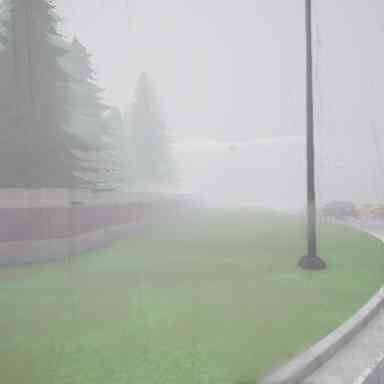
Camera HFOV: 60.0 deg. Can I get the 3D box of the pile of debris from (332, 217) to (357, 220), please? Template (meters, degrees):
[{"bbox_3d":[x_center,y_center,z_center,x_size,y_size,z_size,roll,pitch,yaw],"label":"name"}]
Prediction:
[{"bbox_3d":[13.981,2.425,30.517,1.500,0.140,1.860,-1,-1,4],"label":"pile of debris"}]

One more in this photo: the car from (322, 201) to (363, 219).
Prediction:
[{"bbox_3d":[14.126,1.620,32.031,2.097,1.767,4.553,-1,-1,4],"label":"car"}]

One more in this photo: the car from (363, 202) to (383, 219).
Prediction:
[{"bbox_3d":[17.636,1.708,31.965,1.882,1.535,5.008,-1,-1,4],"label":"car"}]
